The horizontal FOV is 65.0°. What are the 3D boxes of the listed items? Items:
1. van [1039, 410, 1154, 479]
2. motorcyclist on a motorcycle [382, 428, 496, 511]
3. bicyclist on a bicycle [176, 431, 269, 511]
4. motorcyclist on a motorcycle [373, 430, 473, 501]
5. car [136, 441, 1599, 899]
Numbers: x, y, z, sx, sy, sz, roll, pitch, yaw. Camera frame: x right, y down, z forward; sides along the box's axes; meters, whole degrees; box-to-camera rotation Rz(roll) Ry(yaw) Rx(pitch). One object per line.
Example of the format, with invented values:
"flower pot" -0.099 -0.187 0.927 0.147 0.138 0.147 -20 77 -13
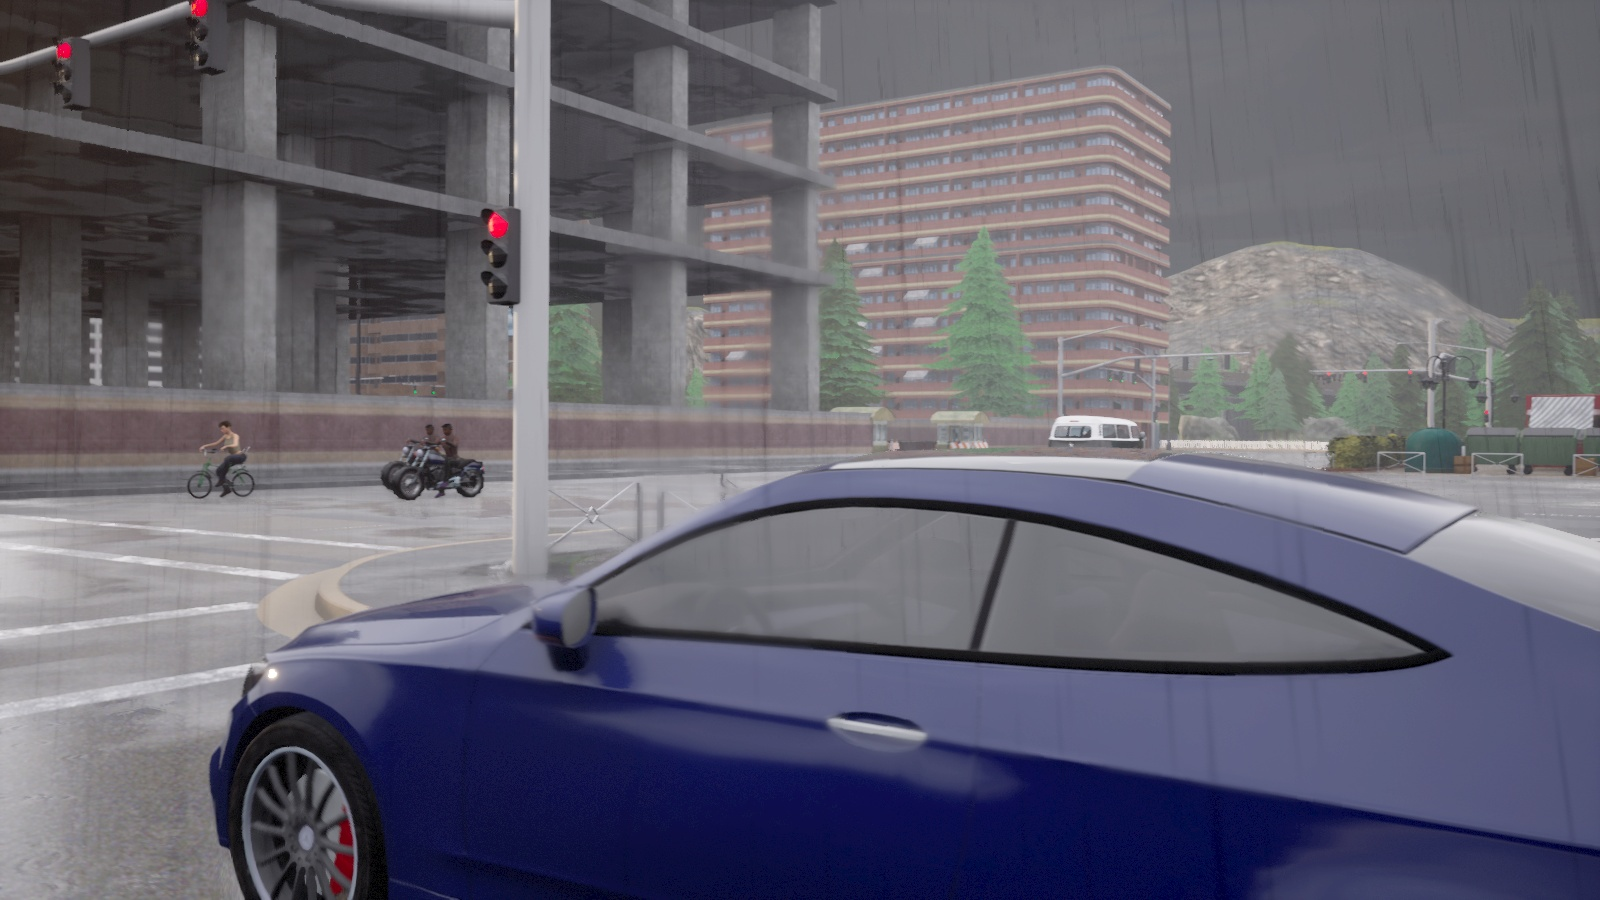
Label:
"van" 9.361 -0.197 39.398 2.069 2.038 4.480 0 1 33
"motorcyclist on a motorcycle" -7.563 0.373 26.449 0.766 1.649 2.350 0 1 33
"bicyclist on a bicycle" -11.987 0.411 26.087 0.866 1.612 1.509 0 1 34
"motorcyclist on a motorcycle" -9.114 0.339 30.454 0.766 1.649 2.350 0 1 33
"car" 0.398 0.710 3.360 4.674 1.442 1.812 0 1 34
